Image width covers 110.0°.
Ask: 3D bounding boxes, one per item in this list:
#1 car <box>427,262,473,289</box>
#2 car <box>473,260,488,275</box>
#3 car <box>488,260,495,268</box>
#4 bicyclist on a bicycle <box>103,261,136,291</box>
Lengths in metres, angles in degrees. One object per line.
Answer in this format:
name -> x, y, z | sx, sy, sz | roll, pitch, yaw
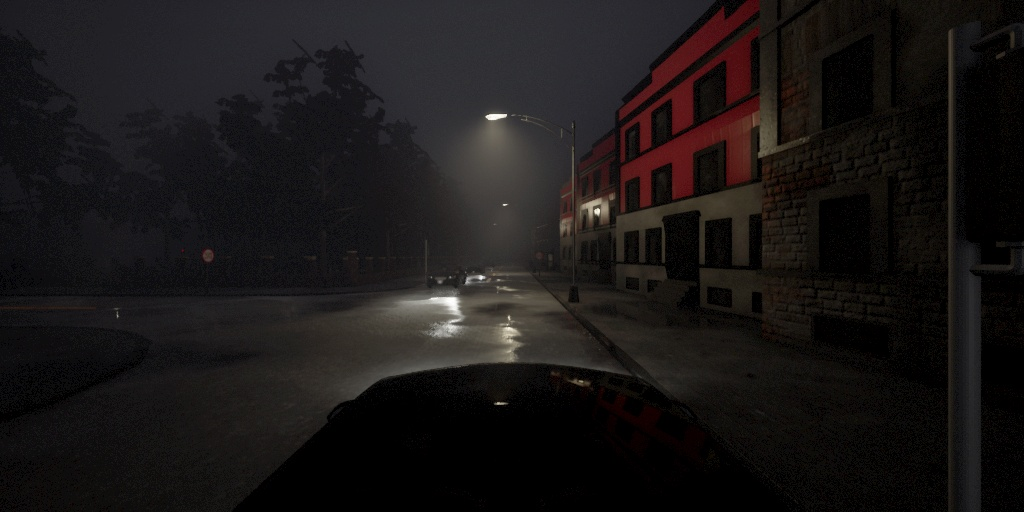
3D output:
car -> -4.113, 1.241, 23.221 | 2.128, 1.511, 4.902 | 0, 0, 1
car -> -4.011, 1.350, 39.501 | 1.895, 1.301, 4.718 | 0, 0, 0
car -> -3.906, 1.313, 59.364 | 1.994, 1.385, 4.181 | 0, 0, 1
bicyclist on a bicycle -> -21.808, 1.099, 19.947 | 0.582, 1.620, 1.656 | 0, 0, 0
